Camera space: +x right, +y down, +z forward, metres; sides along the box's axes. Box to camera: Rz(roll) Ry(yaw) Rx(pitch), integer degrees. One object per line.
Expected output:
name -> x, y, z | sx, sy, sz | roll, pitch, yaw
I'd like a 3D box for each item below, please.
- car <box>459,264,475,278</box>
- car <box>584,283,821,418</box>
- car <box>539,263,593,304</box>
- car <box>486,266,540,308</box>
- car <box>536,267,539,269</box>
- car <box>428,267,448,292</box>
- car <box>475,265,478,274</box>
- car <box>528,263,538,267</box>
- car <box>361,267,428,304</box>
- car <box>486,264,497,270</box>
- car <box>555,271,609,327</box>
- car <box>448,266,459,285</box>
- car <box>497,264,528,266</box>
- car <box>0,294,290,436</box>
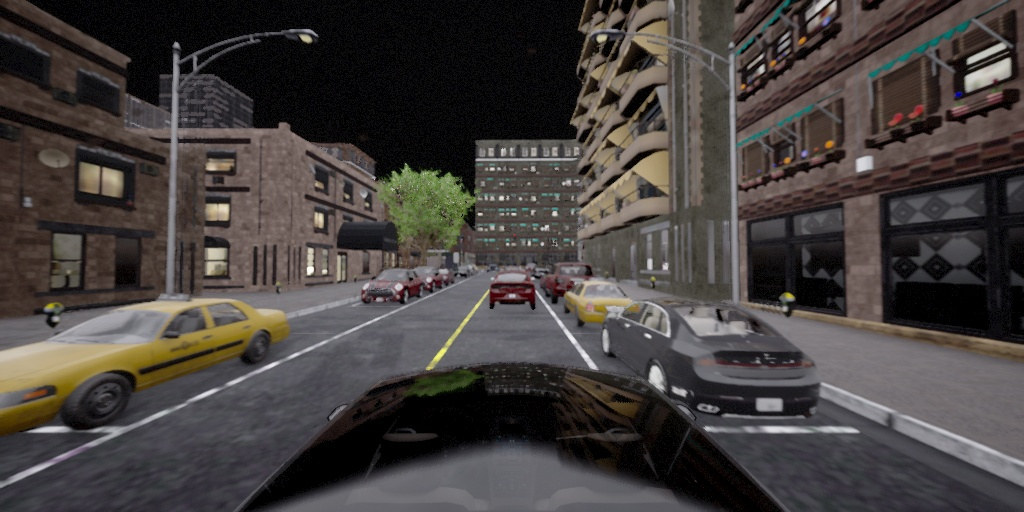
car -> -5.641, 1.732, 39.998 | 1.948, 1.339, 4.313 | 0, 0, 0
car -> 2.693, 1.346, 5.936 | 2.007, 1.370, 4.403 | 0, 0, 0
car -> 2.698, 1.233, 17.309 | 2.192, 1.841, 5.009 | 0, 0, 0
car -> 0.034, 1.382, 16.112 | 1.882, 1.535, 5.008 | 0, 0, 0
car -> 2.700, 1.562, 22.995 | 1.802, 1.307, 4.207 | 0, 0, 0
car -> -5.648, 1.418, 22.940 | 1.967, 1.591, 4.097 | 0, 0, 0
car -> -5.639, 1.780, 45.686 | 2.007, 1.370, 4.403 | 0, 0, 0
car -> 2.704, 1.671, 34.368 | 1.948, 1.339, 4.313 | 0, 0, 0
car -> -5.650, 1.357, 17.253 | 1.967, 1.591, 4.097 | 0, 0, 0
car -> -2.994, 1.925, 57.307 | 1.994, 1.385, 4.181 | 0, -1, 0
car -> 2.696, 1.382, 11.792 | 1.751, 1.417, 4.829 | 0, 0, 0
car -> -5.646, 1.623, 28.626 | 1.802, 1.307, 4.207 | 0, 0, 0
car -> 0.033, 1.553, 30.361 | 2.128, 1.511, 4.902 | 0, 0, 0
car -> -5.654, 1.320, 5.711 | 1.751, 1.417, 4.829 | 0, 0, 0
